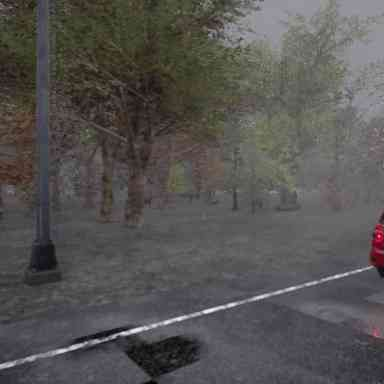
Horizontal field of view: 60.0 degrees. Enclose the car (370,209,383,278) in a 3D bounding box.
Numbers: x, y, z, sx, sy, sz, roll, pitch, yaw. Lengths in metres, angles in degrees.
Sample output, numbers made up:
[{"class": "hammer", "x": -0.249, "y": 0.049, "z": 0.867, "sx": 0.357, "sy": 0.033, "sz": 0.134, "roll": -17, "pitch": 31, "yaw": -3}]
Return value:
[{"class": "car", "x": 6.836, "y": 1.193, "z": 8.631, "sx": 5.566, "sy": 2.045, "sz": 2.150, "roll": 0, "pitch": 0, "yaw": -36}]
